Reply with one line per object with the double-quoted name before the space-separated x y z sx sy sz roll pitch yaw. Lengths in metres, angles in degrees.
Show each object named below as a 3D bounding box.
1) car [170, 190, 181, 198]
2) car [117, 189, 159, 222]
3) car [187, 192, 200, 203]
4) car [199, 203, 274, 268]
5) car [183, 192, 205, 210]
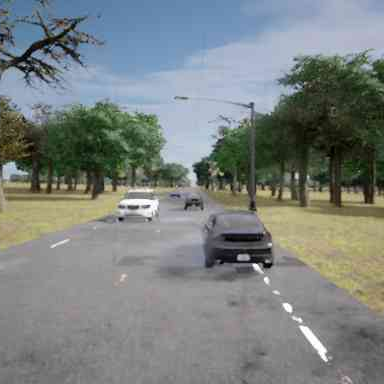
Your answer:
"car" -3.224 0.368 64.865 1.882 1.535 5.008 0 1 1
"car" -3.498 0.834 22.548 2.150 2.045 5.566 0 1 0
"car" 0.249 0.714 47.983 1.812 1.442 4.674 0 1 1
"car" 1.271 1.322 10.554 1.837 1.490 4.892 0 1 0
"car" 0.199 0.942 33.129 1.837 1.490 4.892 0 1 1
